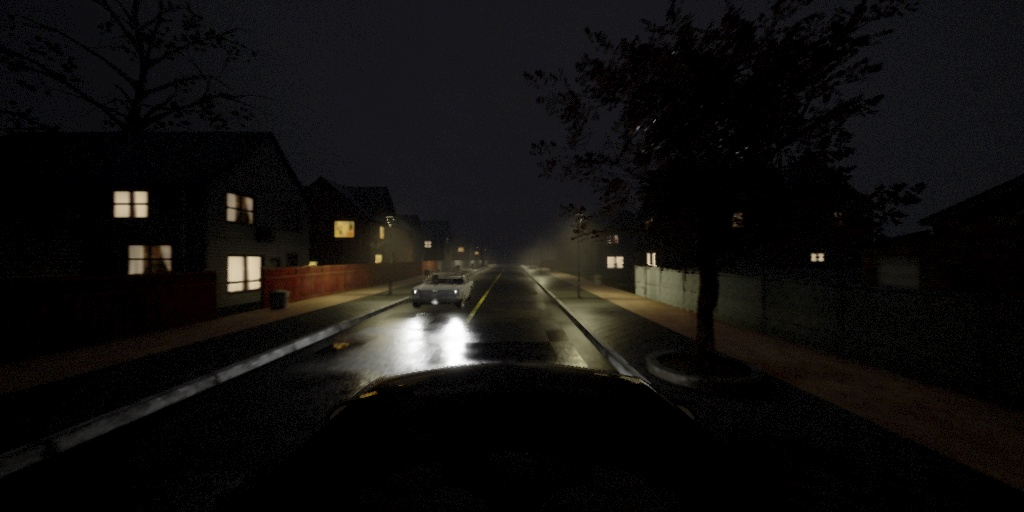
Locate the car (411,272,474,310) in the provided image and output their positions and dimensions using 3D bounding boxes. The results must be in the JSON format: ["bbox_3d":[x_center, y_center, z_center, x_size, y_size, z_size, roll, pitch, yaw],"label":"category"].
[{"bbox_3d":[-2.747,1.367,15.051,1.895,1.301,4.718,0,0,0],"label":"car"}]
